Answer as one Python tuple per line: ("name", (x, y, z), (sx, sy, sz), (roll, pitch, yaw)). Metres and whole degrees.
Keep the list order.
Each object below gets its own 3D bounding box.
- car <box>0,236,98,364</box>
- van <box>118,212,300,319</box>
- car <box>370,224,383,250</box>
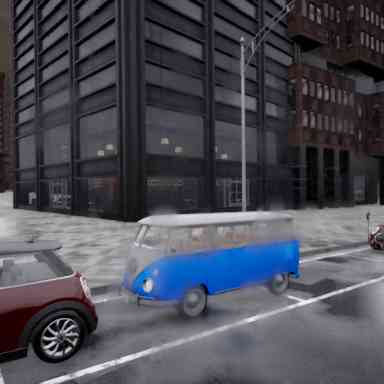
("car", (-3.440, 1.440, 4.209), (4.097, 1.590, 1.967), (0, -1, -36))
("van", (0.534, 1.339, 7.052), (3.998, 1.788, 1.690), (0, -1, -36))
("car", (8.629, 1.432, 12.839), (4.097, 1.590, 1.967), (0, -1, -36))
